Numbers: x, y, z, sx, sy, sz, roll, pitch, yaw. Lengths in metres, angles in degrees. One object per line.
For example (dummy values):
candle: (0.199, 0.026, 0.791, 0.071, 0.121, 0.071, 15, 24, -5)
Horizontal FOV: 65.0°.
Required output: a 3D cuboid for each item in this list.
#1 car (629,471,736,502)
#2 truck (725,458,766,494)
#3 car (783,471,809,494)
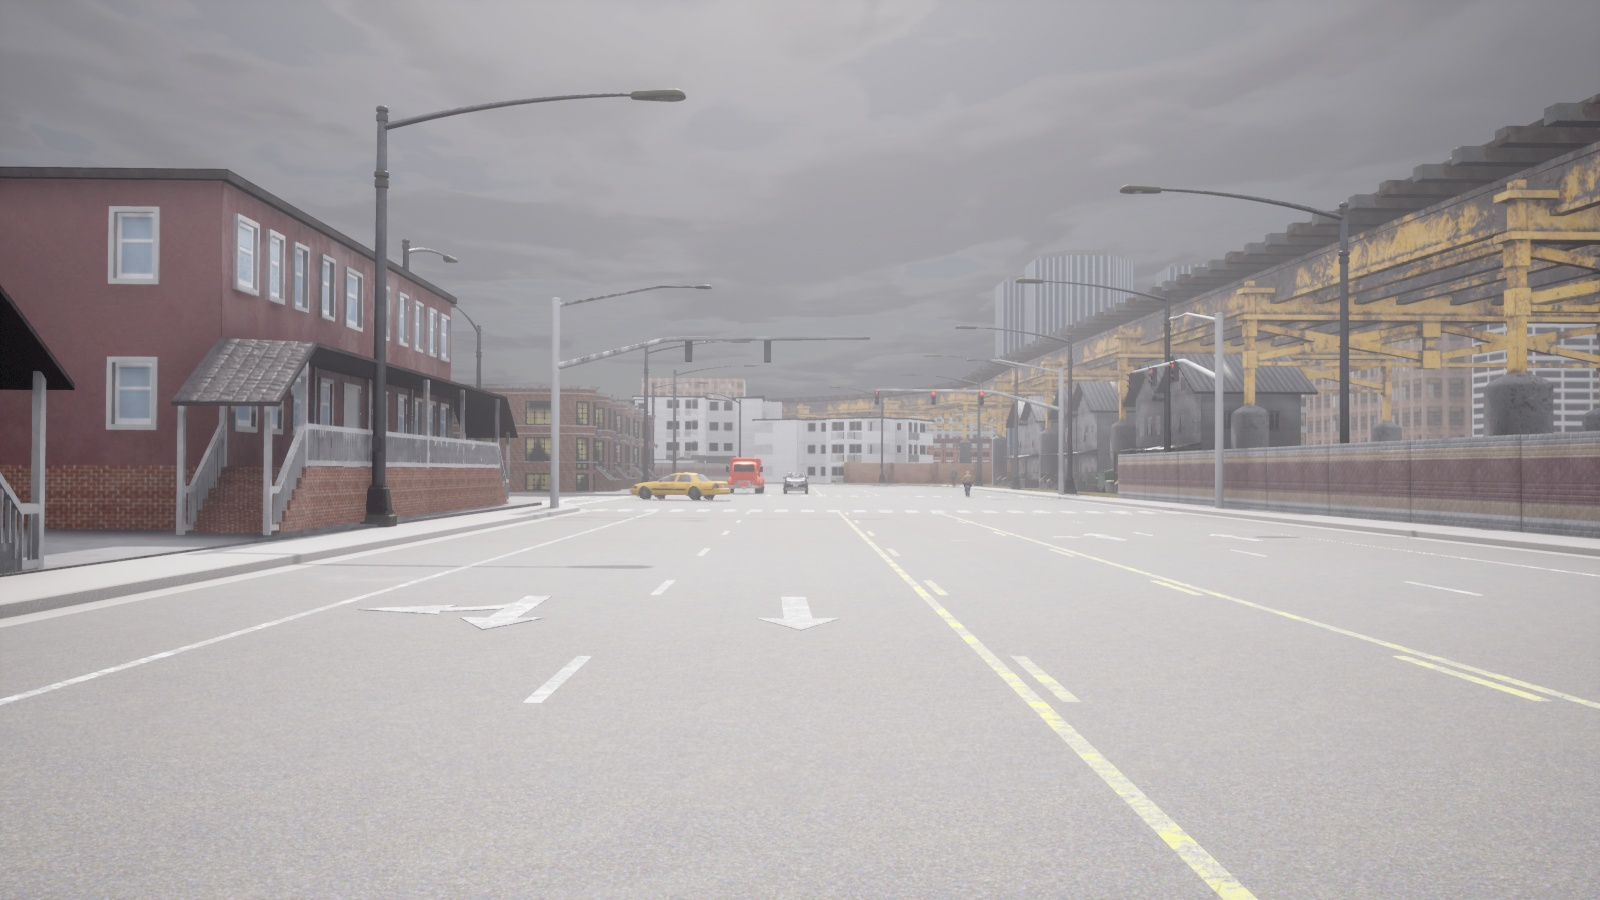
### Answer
car: (-6.203, 1.885, 66.085, 5.366, 1.575, 1.801, -1, -1, 22)
truck: (-3.769, 1.805, 87.320, 2.627, 2.467, 5.204, 0, -1, 0)
car: (-0.259, 2.240, 86.340, 1.789, 1.549, 3.705, 0, -1, 0)
